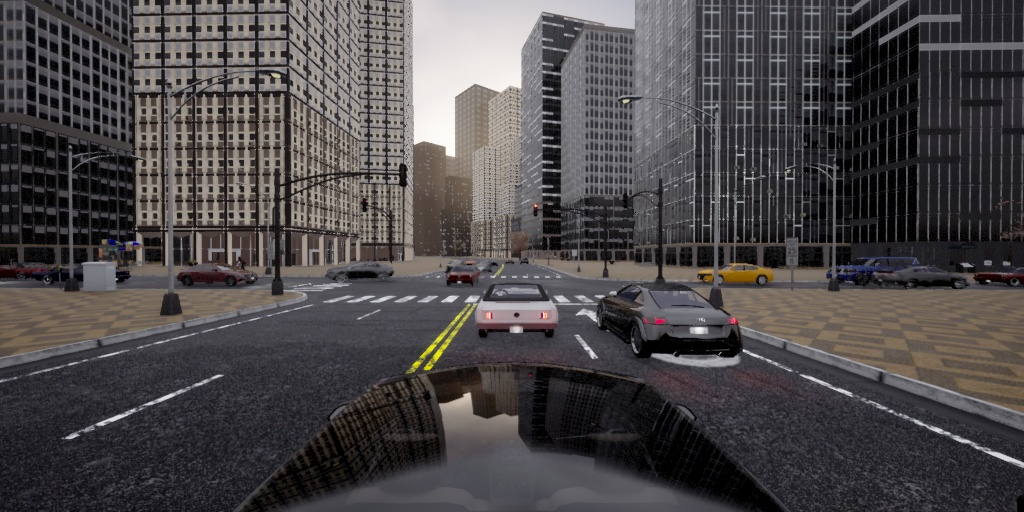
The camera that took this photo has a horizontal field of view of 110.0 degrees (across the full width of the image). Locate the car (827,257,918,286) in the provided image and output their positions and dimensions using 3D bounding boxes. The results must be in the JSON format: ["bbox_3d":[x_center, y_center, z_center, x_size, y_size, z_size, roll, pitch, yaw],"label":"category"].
[{"bbox_3d":[26.379,1.074,26.128,5.566,2.045,2.150,0,0,2],"label":"car"}]

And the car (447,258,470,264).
[{"bbox_3d":[-6.592,1.194,42.697,1.882,1.535,5.008,0,0,0],"label":"car"}]

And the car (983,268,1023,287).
[{"bbox_3d":[36.699,1.500,25.903,4.718,1.301,1.895,0,0,1],"label":"car"}]

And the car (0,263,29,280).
[{"bbox_3d":[-37.630,1.156,27.421,4.718,1.301,1.895,0,0,1],"label":"car"}]

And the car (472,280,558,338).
[{"bbox_3d":[0.101,1.348,10.183,1.895,1.301,4.718,0,0,0],"label":"car"}]

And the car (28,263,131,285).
[{"bbox_3d":[-28.644,1.225,24.000,4.718,1.301,1.895,0,0,1],"label":"car"}]

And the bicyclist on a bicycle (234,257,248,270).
[{"bbox_3d":[-24.699,0.871,32.632,0.582,1.620,1.656,0,1,1],"label":"bicyclist on a bicycle"}]

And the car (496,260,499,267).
[{"bbox_3d":[-3.338,1.278,62.541,1.895,1.301,4.718,0,0,0],"label":"car"}]

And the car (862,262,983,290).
[{"bbox_3d":[26.057,1.369,22.939,4.902,1.511,2.128,0,0,1],"label":"car"}]

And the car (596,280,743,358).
[{"bbox_3d":[3.356,1.312,8.470,1.994,1.385,4.181,0,0,0],"label":"car"}]

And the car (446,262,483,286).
[{"bbox_3d":[-3.335,1.330,24.940,1.895,1.301,4.718,0,1,0],"label":"car"}]

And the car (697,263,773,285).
[{"bbox_3d":[16.316,1.285,26.346,5.008,1.535,1.882,0,0,1],"label":"car"}]

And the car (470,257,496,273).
[{"bbox_3d":[-3.343,1.209,41.962,2.128,1.511,4.902,0,0,0],"label":"car"}]

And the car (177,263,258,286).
[{"bbox_3d":[-19.480,1.193,23.767,4.674,1.442,1.812,0,0,1],"label":"car"}]

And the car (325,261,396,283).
[{"bbox_3d":[-11.464,1.164,27.334,4.902,1.511,2.128,0,1,-31],"label":"car"}]
